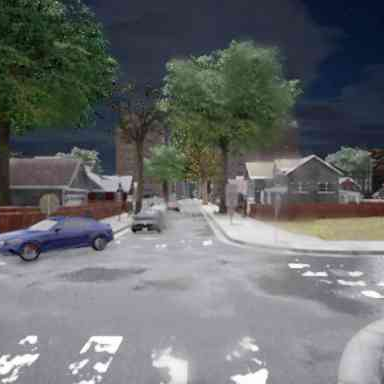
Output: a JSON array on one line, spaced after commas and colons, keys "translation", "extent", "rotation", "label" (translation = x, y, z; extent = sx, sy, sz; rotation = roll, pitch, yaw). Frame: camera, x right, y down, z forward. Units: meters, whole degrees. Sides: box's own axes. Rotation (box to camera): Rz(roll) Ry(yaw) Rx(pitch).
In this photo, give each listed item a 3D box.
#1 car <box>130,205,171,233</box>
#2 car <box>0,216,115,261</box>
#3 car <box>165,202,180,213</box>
[{"translation": [-2.741, 1.847, 22.074], "extent": [2.033, 1.411, 5.357], "rotation": [0, -1, 0], "label": "car"}, {"translation": [-5.222, 1.684, 13.121], "extent": [1.812, 1.442, 4.674], "rotation": [-1, -1, 39], "label": "car"}, {"translation": [-2.720, 2.134, 47.727], "extent": [1.882, 1.535, 5.008], "rotation": [0, -1, 0], "label": "car"}]
